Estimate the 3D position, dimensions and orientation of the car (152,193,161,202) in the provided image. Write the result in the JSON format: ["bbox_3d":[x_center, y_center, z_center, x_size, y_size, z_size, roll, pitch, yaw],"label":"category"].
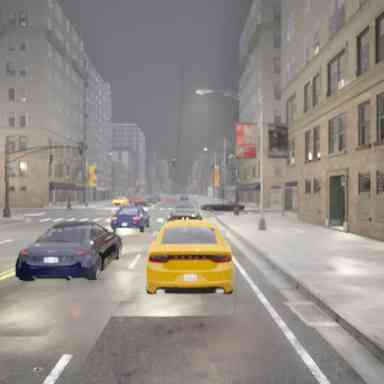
[{"bbox_3d":[-8.200,1.240,74.665,2.150,2.045,5.566,0,0,-1],"label":"car"}]

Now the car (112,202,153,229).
[{"bbox_3d":[-3.577,1.528,19.679,1.812,1.442,4.674,0,0,-1],"label":"car"}]

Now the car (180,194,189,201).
[{"bbox_3d":[-1.841,1.366,80.844,2.097,1.767,4.553,0,0,-1],"label":"car"}]

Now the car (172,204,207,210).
[{"bbox_3d":[-0.394,1.507,18.286,1.837,1.490,4.892,0,0,-1],"label":"car"}]

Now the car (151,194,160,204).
[{"bbox_3d":[-7.985,1.563,64.114,2.033,1.411,5.357,0,0,-1],"label":"car"}]

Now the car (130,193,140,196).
[{"bbox_3d":[-11.242,1.234,64.145,2.150,2.045,5.566,0,0,-1],"label":"car"}]

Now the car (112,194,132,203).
[{"bbox_3d":[-11.004,1.491,51.329,1.882,1.535,5.008,0,0,-1],"label":"car"}]

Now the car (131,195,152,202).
[{"bbox_3d":[-7.751,1.614,51.297,1.895,1.301,4.718,0,0,-1],"label":"car"}]

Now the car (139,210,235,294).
[{"bbox_3d":[-0.075,1.478,8.806,1.882,1.535,5.008,0,0,-1],"label":"car"}]

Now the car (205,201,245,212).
[{"bbox_3d":[3.217,1.624,36.325,4.718,1.301,1.895,0,0,-9],"label":"car"}]

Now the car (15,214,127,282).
[{"bbox_3d":[-3.352,1.565,9.799,1.994,1.385,4.181,0,0,-1],"label":"car"}]

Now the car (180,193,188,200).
[{"bbox_3d":[-2.073,1.236,90.844,2.097,1.767,4.553,0,0,-1],"label":"car"}]

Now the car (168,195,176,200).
[{"bbox_3d":[-5.323,1.421,90.799,2.033,1.411,5.357,0,0,-1],"label":"car"}]

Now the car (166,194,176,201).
[{"bbox_3d":[-5.090,1.366,80.769,2.097,1.767,4.553,0,0,-1],"label":"car"}]

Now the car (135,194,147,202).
[{"bbox_3d":[-11.457,1.369,74.910,2.097,1.767,4.553,0,0,-1],"label":"car"}]
